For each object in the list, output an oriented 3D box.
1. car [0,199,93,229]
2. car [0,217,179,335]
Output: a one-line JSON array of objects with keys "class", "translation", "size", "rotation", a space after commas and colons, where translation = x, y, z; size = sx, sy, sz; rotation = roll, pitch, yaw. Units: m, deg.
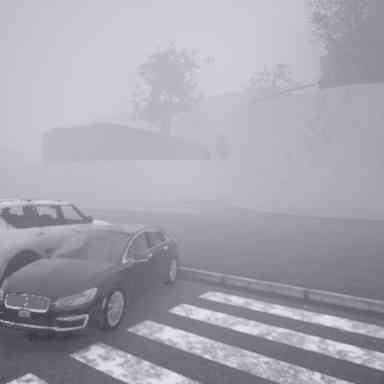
[{"class": "car", "translation": [-4.126, 1.205, 8.774], "size": [2.435, 2.045, 5.566], "rotation": [0, -1, 15]}, {"class": "car", "translation": [-1.695, 1.469, 7.017], "size": [2.231, 1.521, 4.892], "rotation": [1, 0, 15]}]
